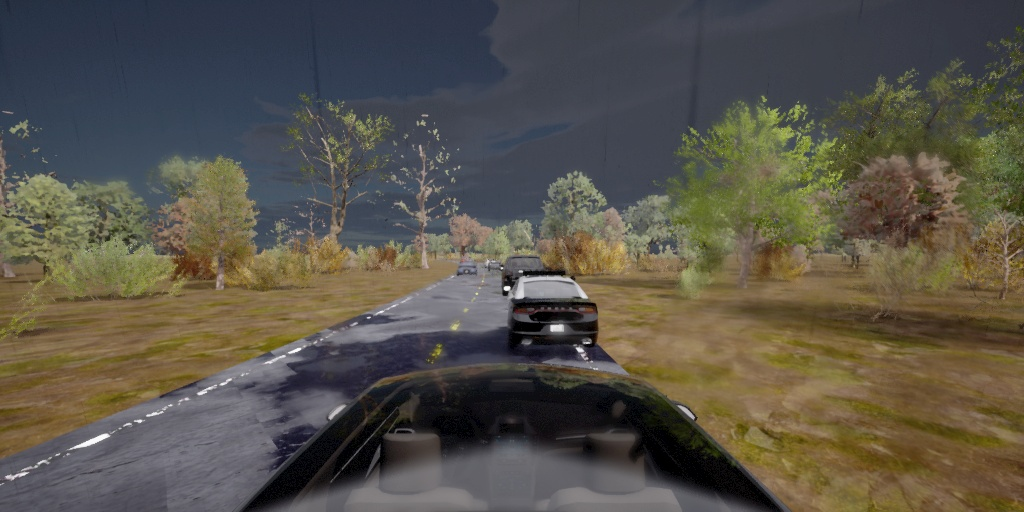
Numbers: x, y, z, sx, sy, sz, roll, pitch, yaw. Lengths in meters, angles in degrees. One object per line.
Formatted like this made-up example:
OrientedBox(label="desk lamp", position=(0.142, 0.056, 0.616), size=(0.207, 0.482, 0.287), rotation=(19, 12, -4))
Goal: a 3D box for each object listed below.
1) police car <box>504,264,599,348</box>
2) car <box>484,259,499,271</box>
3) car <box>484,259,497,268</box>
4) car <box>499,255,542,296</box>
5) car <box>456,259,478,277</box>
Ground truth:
OrientedBox(label="police car", position=(0.820, 1.174, 9.415), size=(1.930, 1.638, 5.238), rotation=(0, 0, -1))
OrientedBox(label="car", position=(-2.313, 1.240, 48.066), size=(2.128, 1.511, 4.902), rotation=(0, 0, -5))
OrientedBox(label="car", position=(-3.593, 1.278, 59.865), size=(1.812, 1.442, 4.674), rotation=(0, 0, -8))
OrientedBox(label="car", position=(0.531, 0.972, 19.380), size=(2.150, 2.045, 5.566), rotation=(0, 0, -2))
OrientedBox(label="car", position=(-4.426, 1.313, 35.732), size=(1.994, 1.385, 4.181), rotation=(0, 0, -4))
